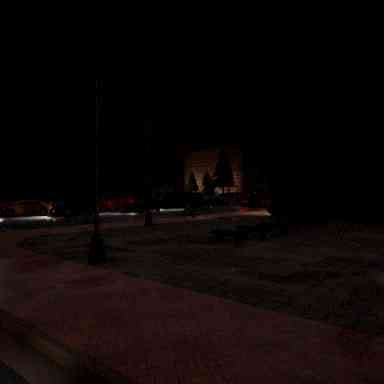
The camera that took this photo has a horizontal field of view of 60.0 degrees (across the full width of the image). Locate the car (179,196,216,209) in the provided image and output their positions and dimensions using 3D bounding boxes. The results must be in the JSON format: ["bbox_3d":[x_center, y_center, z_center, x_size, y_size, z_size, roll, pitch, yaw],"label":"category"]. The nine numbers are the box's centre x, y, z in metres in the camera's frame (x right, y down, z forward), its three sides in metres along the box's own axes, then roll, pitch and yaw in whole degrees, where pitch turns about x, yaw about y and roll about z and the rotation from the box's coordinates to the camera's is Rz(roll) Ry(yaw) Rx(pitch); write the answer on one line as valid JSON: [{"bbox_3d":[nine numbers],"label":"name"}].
[{"bbox_3d":[0.845,1.601,45.841,1.895,1.301,4.718,0,0,40],"label":"car"}]

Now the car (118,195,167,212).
[{"bbox_3d":[-5.563,1.478,38.262,1.882,1.535,5.008,0,0,40],"label":"car"}]

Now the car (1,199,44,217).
[{"bbox_3d":[-15.880,1.478,31.467,1.882,1.535,5.008,0,0,40],"label":"car"}]

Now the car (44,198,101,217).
[{"bbox_3d":[-11.227,1.564,31.543,1.994,1.385,4.181,0,0,40],"label":"car"}]

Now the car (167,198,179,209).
[{"bbox_3d":[-2.860,1.547,46.891,2.033,1.411,5.357,0,0,40],"label":"car"}]

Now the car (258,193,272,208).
[{"bbox_3d":[11.992,1.352,48.000,2.097,1.767,4.553,0,0,41],"label":"car"}]

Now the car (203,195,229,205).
[{"bbox_3d":[3.658,1.564,54.552,1.994,1.385,4.181,0,0,41],"label":"car"}]

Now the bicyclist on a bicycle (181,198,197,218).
[{"bbox_3d":[-0.267,1.301,26.728,1.656,1.620,0.582,0,0,40],"label":"bicyclist on a bicycle"}]

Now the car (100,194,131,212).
[{"bbox_3d":[-9.472,1.221,39.056,2.150,2.045,5.566,0,0,41],"label":"car"}]

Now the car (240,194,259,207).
[{"bbox_3d":[9.097,1.505,50.002,1.837,1.490,4.892,0,0,41],"label":"car"}]
